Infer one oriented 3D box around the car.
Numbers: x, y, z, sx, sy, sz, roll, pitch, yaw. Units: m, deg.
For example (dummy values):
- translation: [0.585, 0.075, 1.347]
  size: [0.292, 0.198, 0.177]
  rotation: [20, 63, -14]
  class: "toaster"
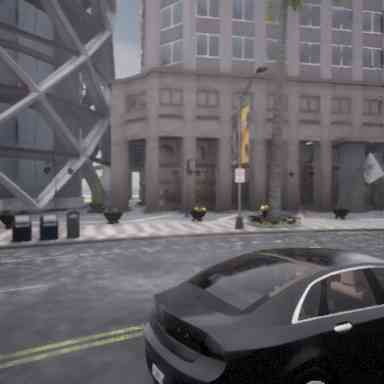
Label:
- translation: [1.823, 1.494, 4.287]
  size: [4.892, 1.490, 1.837]
  rotation: [0, 0, -28]
  class: "car"
